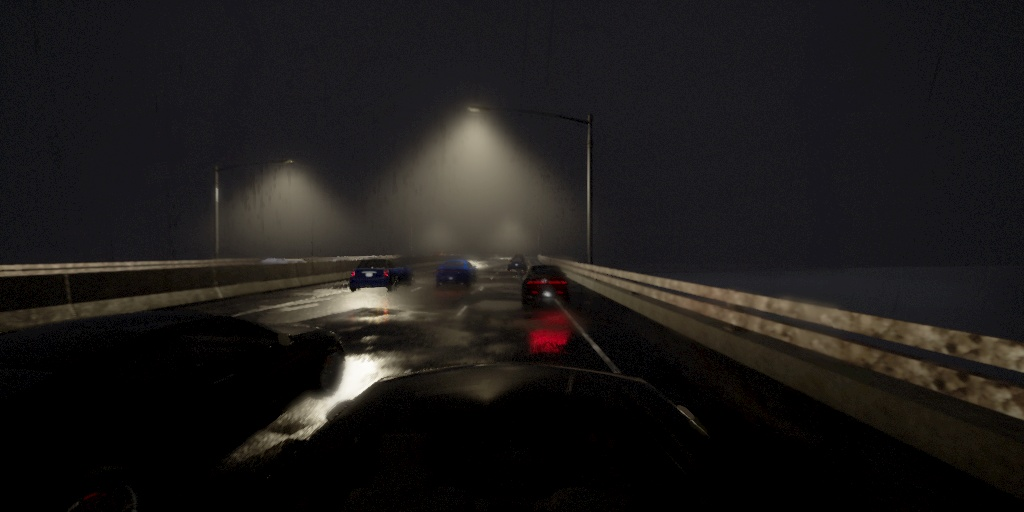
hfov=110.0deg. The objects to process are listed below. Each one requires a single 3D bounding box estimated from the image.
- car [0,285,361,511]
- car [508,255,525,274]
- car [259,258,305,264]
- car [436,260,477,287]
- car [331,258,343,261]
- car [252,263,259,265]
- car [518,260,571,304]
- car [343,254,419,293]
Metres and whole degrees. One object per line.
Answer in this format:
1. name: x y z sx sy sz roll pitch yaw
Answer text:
1. car: -3.389 1.255 3.421 1.812 1.442 4.674 0 1 0
2. car: 0.554 0.865 39.863 1.994 1.385 4.181 0 1 2
3. car: -20.736 0.979 33.480 1.895 1.301 4.718 0 1 1
4. car: -3.245 0.988 21.661 1.882 1.535 5.008 0 1 1
5. car: -17.177 0.915 35.815 1.994 1.385 4.181 0 1 1
6. car: -24.157 0.891 36.636 2.033 1.411 5.357 0 1 2
7. car: 1.298 1.094 15.122 1.837 1.490 4.892 0 1 1
8. car: -6.774 0.892 19.175 2.097 1.767 4.553 0 1 1
